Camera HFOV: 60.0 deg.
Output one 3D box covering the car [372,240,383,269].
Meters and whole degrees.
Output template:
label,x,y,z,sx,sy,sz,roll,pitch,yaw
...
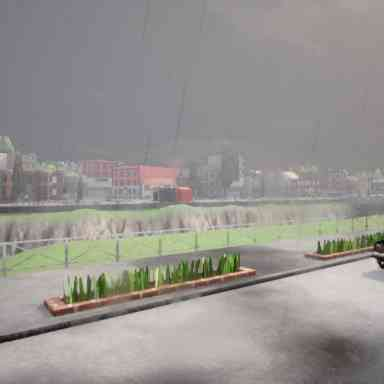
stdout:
label,x,y,z,sx,sy,sz,roll,pitch,yaw
car,7.331,1.601,9.860,4.718,1.301,1.895,0,0,-36
